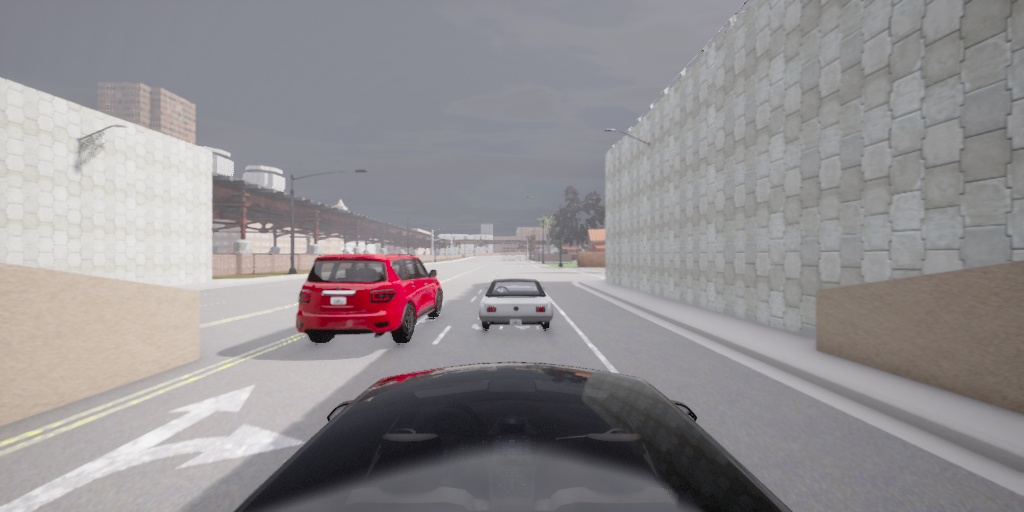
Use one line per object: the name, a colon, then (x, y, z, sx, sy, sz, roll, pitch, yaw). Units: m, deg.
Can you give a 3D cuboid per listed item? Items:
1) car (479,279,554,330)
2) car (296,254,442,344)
car: (0.100, 1.341, 11.065, 1.895, 1.301, 4.718, 0, 0, 0)
car: (-3.403, 0.964, 9.712, 2.150, 2.045, 5.566, 0, 0, 0)
